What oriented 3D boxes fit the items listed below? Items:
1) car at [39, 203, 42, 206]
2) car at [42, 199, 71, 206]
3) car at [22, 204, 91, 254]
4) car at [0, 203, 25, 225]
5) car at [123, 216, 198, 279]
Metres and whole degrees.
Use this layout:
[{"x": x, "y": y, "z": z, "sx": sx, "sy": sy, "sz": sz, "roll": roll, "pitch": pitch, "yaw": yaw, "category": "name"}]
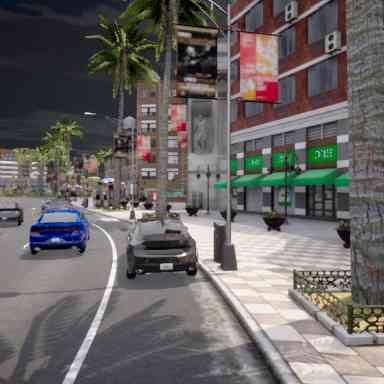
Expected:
[{"x": -14.722, "y": 1.493, "z": 34.632, "sx": 1.837, "sy": 1.490, "sz": 4.892, "roll": 0, "pitch": 0, "yaw": -27, "category": "car"}, {"x": -10.296, "y": 1.346, "z": 25.885, "sx": 2.097, "sy": 1.767, "sz": 4.553, "roll": 0, "pitch": 0, "yaw": -25, "category": "car"}, {"x": -5.290, "y": 1.474, "z": 13.709, "sx": 1.882, "sy": 1.535, "sz": 5.008, "roll": 0, "pitch": 0, "yaw": -15, "category": "car"}, {"x": -12.821, "y": 1.480, "z": 23.178, "sx": 2.128, "sy": 1.511, "sz": 4.902, "roll": 0, "pitch": 0, "yaw": -25, "category": "car"}, {"x": -1.080, "y": 1.504, "z": 10.195, "sx": 1.837, "sy": 1.490, "sz": 4.892, "roll": 0, "pitch": 0, "yaw": -11, "category": "car"}]
